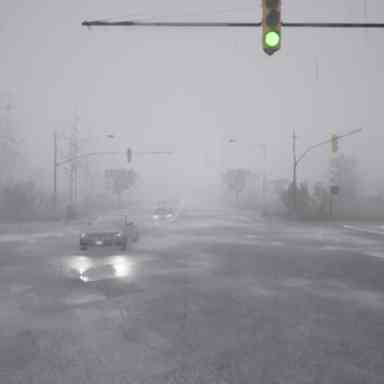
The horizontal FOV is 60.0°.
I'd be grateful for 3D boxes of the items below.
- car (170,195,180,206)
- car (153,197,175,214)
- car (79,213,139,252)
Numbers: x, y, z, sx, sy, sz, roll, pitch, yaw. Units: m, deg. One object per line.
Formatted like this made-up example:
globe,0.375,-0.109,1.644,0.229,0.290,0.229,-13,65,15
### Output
car,-3.593,1.639,66.789,2.150,2.045,5.566,0,1,-1
car,-3.529,1.768,40.617,2.097,1.767,4.553,0,-1,0
car,-3.511,1.683,14.892,1.812,1.442,4.674,0,-1,0
